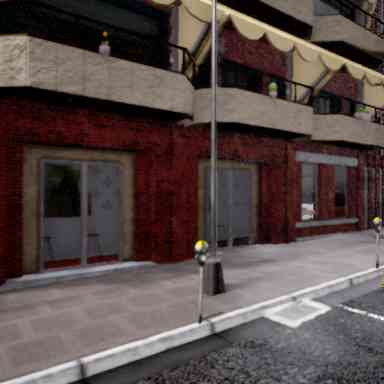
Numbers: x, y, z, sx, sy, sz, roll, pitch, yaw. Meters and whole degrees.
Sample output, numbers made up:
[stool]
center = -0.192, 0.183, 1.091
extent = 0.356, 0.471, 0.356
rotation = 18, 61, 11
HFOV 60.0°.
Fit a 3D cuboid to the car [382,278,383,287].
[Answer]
[car]
center = 5.625, 1.349, 6.704
extent = 4.829, 1.417, 1.752
rotation = -1, 2, -35
